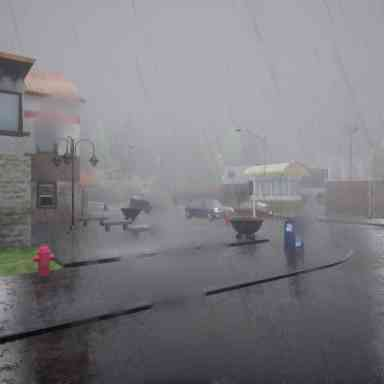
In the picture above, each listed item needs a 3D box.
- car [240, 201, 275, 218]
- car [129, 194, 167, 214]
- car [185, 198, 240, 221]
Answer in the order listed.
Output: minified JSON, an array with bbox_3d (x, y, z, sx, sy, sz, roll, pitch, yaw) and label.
[{"bbox_3d":[5.097,1.526,29.000,1.812,1.442,4.674,0,0,-35],"label":"car"},{"bbox_3d":[-4.796,1.221,35.787,2.150,2.045,5.566,0,0,-35],"label":"car"},{"bbox_3d":[1.380,1.352,27.067,2.097,1.767,4.553,0,0,-35],"label":"car"}]
